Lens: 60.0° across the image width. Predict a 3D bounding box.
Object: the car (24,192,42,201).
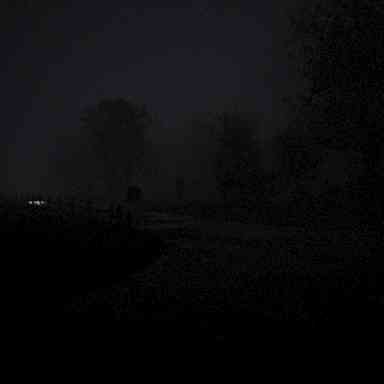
[{"bbox_3d":[-24.820,0.733,51.854,1.994,1.385,4.181,-1,2,-36],"label":"car"}]
